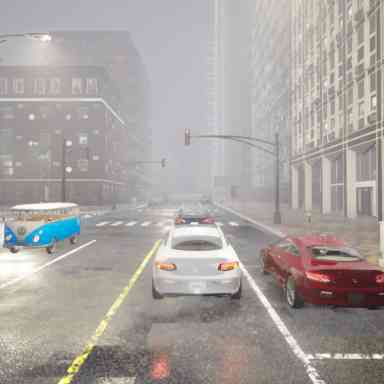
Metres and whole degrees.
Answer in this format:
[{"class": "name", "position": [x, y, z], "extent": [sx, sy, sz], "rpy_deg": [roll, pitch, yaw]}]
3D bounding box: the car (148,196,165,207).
[{"class": "car", "position": [-5.694, 1.563, 51.133], "extent": [2.008, 1.369, 4.403], "rpy_deg": [1, 0, 0]}]

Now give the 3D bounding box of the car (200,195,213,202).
[{"class": "car", "position": [2.684, 1.595, 56.793], "extent": [1.802, 1.307, 4.206], "rpy_deg": [1, 0, 0]}]

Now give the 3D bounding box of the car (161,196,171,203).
[{"class": "car", "position": [-5.702, 1.598, 73.752], "extent": [1.802, 1.307, 4.206], "rpy_deg": [1, 0, 0]}]

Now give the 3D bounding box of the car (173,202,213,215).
[{"class": "car", "position": [0.071, 1.509, 17.410], "extent": [2.163, 1.488, 4.792], "rpy_deg": [0, 0, -1]}]

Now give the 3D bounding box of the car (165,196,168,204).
[{"class": "car", "position": [-5.696, 1.564, 56.788], "extent": [2.008, 1.369, 4.403], "rpy_deg": [1, 0, 0]}]

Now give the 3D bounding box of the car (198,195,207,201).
[{"class": "car", "position": [2.675, 1.569, 85.066], "extent": [2.008, 1.369, 4.403], "rpy_deg": [1, 0, 0]}]

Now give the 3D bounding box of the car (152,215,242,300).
[{"class": "car", "position": [0.103, 1.528, 8.298], "extent": [1.812, 1.442, 4.674], "rpy_deg": [0, 0, 0]}]

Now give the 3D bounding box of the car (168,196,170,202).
[{"class": "car", "position": [-5.698, 1.580, 62.443], "extent": [1.947, 1.339, 4.313], "rpy_deg": [1, 0, 0]}]

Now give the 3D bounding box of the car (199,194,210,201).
[{"class": "car", "position": [2.686, 1.329, 62.448], "extent": [2.192, 1.841, 5.009], "rpy_deg": [1, 0, 0]}]

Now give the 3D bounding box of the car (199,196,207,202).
[{"class": "car", "position": [2.677, 1.599, 79.412], "extent": [1.802, 1.307, 4.206], "rpy_deg": [1, 0, 0]}]

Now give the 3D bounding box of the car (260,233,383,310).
[{"class": "car", "position": [2.699, 1.584, 7.536], "extent": [1.802, 1.307, 4.206], "rpy_deg": [1, 0, 0]}]

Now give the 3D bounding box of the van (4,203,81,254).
[{"class": "van", "position": [-5.766, 1.345, 13.217], "extent": [1.690, 1.788, 3.998], "rpy_deg": [1, 0, 0]}]
